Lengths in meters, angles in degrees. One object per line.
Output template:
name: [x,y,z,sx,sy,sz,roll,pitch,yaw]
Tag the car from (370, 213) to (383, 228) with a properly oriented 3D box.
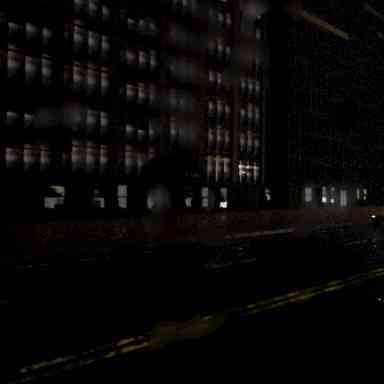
car: [13.360,1.598,21.138,4.718,1.301,1.895,0,0,-35]
